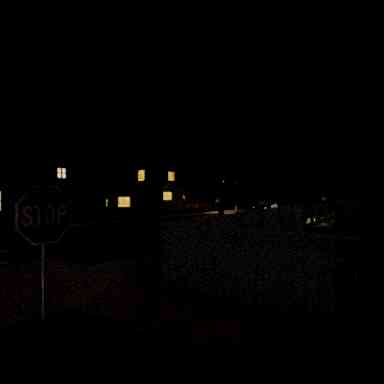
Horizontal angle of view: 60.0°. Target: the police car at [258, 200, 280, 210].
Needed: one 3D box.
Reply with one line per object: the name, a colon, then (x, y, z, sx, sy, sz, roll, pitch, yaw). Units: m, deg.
police car: (8.585, 1.734, 38.591, 2.038, 1.542, 4.974, -1, -1, 34)
